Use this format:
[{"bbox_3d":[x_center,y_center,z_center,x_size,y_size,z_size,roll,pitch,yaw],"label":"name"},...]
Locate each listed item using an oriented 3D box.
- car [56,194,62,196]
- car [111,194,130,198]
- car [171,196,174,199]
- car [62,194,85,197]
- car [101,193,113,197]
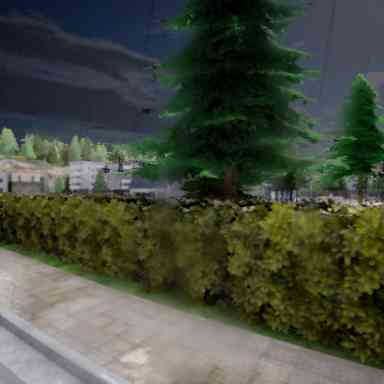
[{"bbox_3d":[-32.780,1.331,84.567,1.970,1.475,3.806,0,0,44],"label":"car"},{"bbox_3d":[-10.513,1.454,53.364,1.970,1.475,3.806,0,0,44],"label":"car"},{"bbox_3d":[-3.201,1.453,56.602,1.845,1.501,3.633,0,0,44],"label":"car"},{"bbox_3d":[-27.956,1.250,80.322,2.152,1.636,5.027,0,0,44],"label":"car"},{"bbox_3d":[-16.420,1.187,69.665,1.932,1.855,4.605,0,0,44],"label":"car"}]
